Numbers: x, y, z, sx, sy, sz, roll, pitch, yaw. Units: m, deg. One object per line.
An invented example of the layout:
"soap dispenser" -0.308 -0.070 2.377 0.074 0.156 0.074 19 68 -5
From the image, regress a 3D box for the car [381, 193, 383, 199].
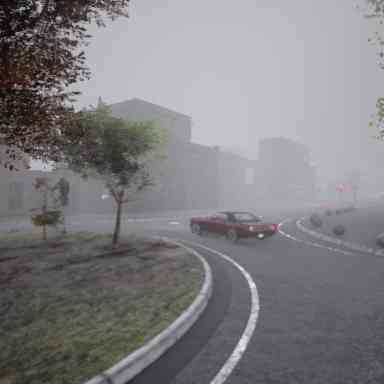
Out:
"car" 43.938 0.920 74.981 1.812 1.442 4.674 0 1 39

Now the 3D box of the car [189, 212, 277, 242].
"car" 1.794 1.602 16.318 1.895 1.301 4.718 2 -1 -33
